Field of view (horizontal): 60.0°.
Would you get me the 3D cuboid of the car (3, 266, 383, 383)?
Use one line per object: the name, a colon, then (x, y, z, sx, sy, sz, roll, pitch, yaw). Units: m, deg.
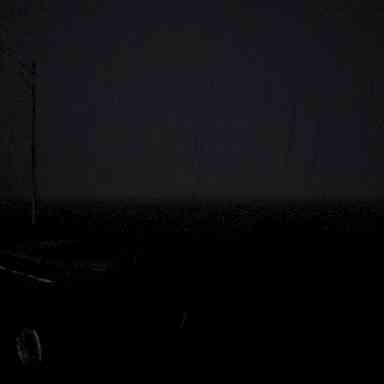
car: (-0.204, 1.583, 3.857, 4.718, 1.301, 1.895, 1, 0, 36)
